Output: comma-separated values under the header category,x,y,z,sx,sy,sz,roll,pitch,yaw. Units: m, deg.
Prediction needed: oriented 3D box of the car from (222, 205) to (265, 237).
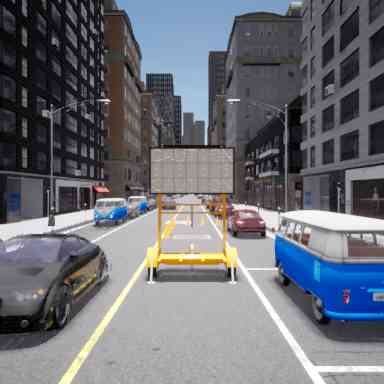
category,x,y,z,sx,sy,sz,roll,pitch,yaw
car,2.857,1.581,17.856,1.802,1.307,4.206,0,0,0

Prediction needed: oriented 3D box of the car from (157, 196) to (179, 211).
category,x,y,z,sx,sy,sz,roll,pitch,yaw
car,-2.998,1.565,41.268,1.994,1.385,4.181,0,0,0

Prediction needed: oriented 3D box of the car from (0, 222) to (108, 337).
category,x,y,z,sx,sy,sz,roll,pitch,yaw
car,-3.100,1.563,6.713,1.994,1.385,4.181,0,0,0

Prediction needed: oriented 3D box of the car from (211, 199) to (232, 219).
category,x,y,z,sx,sy,sz,roll,pitch,yaw
car,2.858,1.581,28.858,1.802,1.307,4.206,0,0,0

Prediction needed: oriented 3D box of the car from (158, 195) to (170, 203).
category,x,y,z,sx,sy,sz,roll,pitch,yaw
car,-5.667,1.451,67.369,1.967,1.590,4.097,0,0,0

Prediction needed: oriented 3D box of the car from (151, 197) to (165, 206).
category,x,y,z,sx,sy,sz,roll,pitch,yaw
car,-5.667,1.572,56.366,1.947,1.339,4.313,0,0,0

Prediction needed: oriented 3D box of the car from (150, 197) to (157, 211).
category,x,y,z,sx,sy,sz,roll,pitch,yaw
car,-5.667,1.567,39.862,1.947,1.339,4.313,0,0,0

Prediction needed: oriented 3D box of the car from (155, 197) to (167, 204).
category,x,y,z,sx,sy,sz,roll,pitch,yaw
car,-5.667,1.591,61.867,1.802,1.307,4.206,0,0,0

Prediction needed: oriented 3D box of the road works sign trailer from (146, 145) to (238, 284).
category,x,y,z,sx,sy,sz,roll,pitch,yaw
road works sign trailer,0.001,0.464,9.532,2.380,3.560,2.880,0,0,0

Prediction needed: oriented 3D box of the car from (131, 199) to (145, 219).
category,x,y,z,sx,sy,sz,roll,pitch,yaw
car,-5.668,1.550,28.859,2.008,1.369,4.403,0,0,0

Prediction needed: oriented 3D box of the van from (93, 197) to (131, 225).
category,x,y,z,sx,sy,sz,roll,pitch,yaw
van,-5.669,1.340,23.359,1.690,1.788,3.998,0,0,0

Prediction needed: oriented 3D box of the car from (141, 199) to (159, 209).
category,x,y,z,sx,sy,sz,roll,pitch,yaw
car,-5.667,1.584,45.363,1.802,1.307,4.206,0,0,0

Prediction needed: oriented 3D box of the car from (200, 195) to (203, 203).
category,x,y,z,sx,sy,sz,roll,pitch,yaw
car,2.858,1.557,56.365,2.008,1.369,4.403,0,0,0

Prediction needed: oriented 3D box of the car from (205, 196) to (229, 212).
category,x,y,z,sx,sy,sz,roll,pitch,yaw
car,2.857,1.315,34.360,2.192,1.841,5.009,0,0,0

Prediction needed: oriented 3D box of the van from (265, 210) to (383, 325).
category,x,y,z,sx,sy,sz,roll,pitch,yaw
van,2.856,1.341,6.853,1.690,1.788,3.998,0,0,0

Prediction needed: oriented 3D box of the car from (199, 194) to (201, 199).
category,x,y,z,sx,sy,sz,roll,pitch,yaw
car,2.859,1.577,67.368,1.947,1.339,4.313,0,0,0

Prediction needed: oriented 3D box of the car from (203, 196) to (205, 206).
category,x,y,z,sx,sy,sz,roll,pitch,yaw
car,2.858,1.443,45.363,1.967,1.590,4.097,0,0,0

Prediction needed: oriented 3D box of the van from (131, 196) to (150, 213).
category,x,y,z,sx,sy,sz,roll,pitch,yaw
van,-5.668,1.341,34.360,1.690,1.788,3.998,0,0,0
